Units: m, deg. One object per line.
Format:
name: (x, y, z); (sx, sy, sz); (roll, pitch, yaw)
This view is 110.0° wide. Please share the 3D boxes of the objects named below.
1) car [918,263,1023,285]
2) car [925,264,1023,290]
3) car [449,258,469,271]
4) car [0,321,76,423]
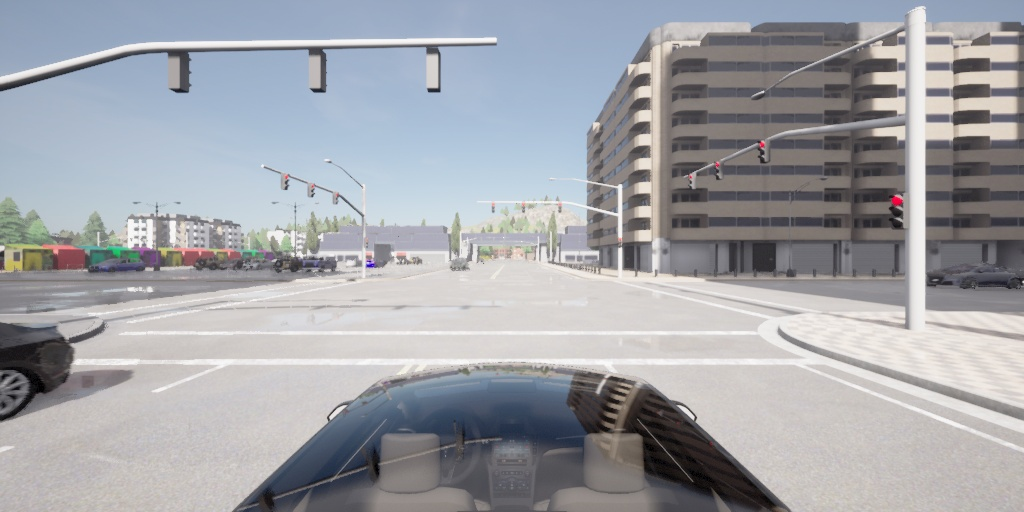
car: (31.878, 1.240, 24.766); (5.357, 1.411, 2.033); (0, 0, 1)
car: (27.184, 1.257, 21.305); (4.181, 1.385, 1.994); (0, 0, 0)
car: (-6.994, 1.047, 47.846); (2.097, 1.767, 4.553); (0, 0, 0)
car: (-6.998, 1.344, 2.872); (1.837, 1.490, 4.892); (0, 0, 0)
